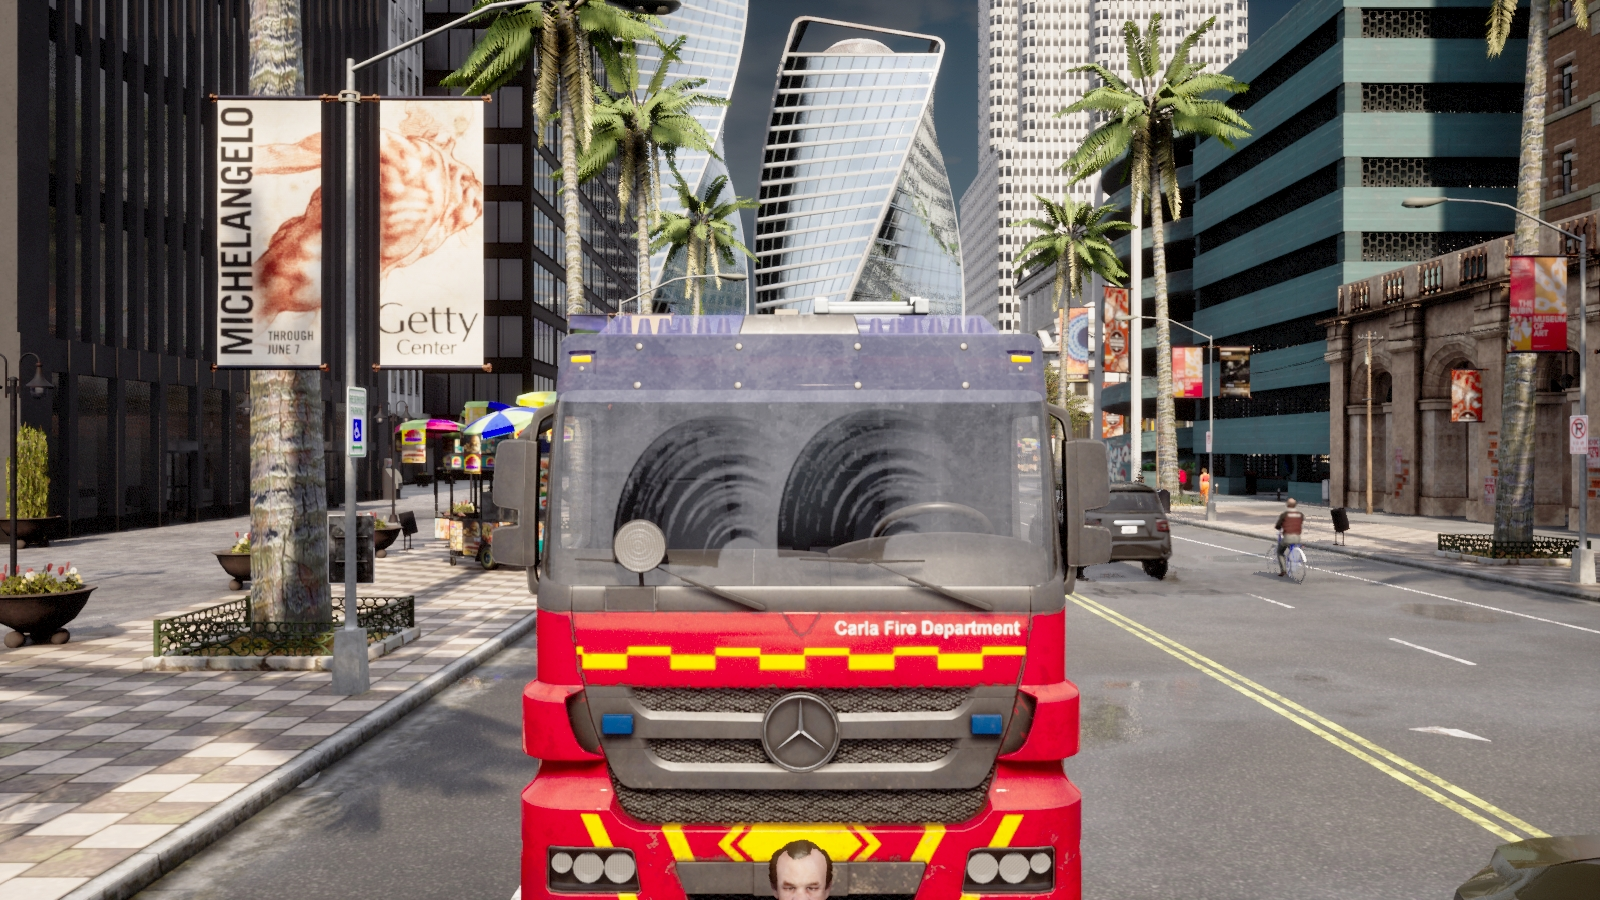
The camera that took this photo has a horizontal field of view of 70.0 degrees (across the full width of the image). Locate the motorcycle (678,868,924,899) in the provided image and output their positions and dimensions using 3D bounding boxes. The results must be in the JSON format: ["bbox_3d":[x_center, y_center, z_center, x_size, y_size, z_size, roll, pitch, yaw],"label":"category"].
[{"bbox_3d":[0.003,2.182,3.373,0.856,1.236,1.805,0,0,0],"label":"motorcycle"}]

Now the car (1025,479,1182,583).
[{"bbox_3d":[6.931,1.779,26.810,2.150,2.045,5.566,0,0,0],"label":"car"}]

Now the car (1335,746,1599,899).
[{"bbox_3d":[3.504,2.061,2.660,2.231,1.480,4.892,0,0,0],"label":"car"}]

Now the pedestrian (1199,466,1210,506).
[{"bbox_3d":[18.926,1.696,53.515,0.375,1.860,0.375,0,0,-1],"label":"pedestrian"}]

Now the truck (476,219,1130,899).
[{"bbox_3d":[0.019,0.890,9.289,2.891,3.827,8.468,0,0,0],"label":"truck"}]
